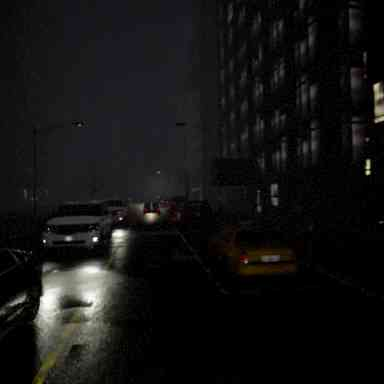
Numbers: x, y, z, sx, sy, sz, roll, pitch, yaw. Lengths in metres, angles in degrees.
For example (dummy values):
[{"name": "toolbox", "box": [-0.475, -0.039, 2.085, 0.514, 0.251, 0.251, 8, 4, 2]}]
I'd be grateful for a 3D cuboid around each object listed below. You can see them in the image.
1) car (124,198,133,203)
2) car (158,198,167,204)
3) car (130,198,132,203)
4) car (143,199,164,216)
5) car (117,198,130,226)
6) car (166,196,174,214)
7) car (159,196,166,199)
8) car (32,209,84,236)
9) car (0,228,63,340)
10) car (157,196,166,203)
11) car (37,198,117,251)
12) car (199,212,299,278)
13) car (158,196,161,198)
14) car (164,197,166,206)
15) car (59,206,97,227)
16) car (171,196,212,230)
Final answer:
[{"name": "car", "box": [-16.704, 2.282, 88.013, 2.008, 1.369, 4.403, -1, 0, -7]}, {"name": "car", "box": [-6.981, 2.050, 77.897, 2.008, 1.369, 4.403, -1, 0, -7]}, {"name": "car", "box": [-15.291, 2.095, 76.818, 1.967, 1.590, 4.097, -1, 0, -7]}, {"name": "car", "box": [-4.404, 1.804, 36.416, 2.033, 1.411, 5.357, -1, 0, -7]}, {"name": "car", "box": [-6.208, 1.460, 25.581, 2.150, 2.045, 5.566, -1, 0, -8]}, {"name": "car", "box": [-1.432, 1.431, 37.196, 2.150, 2.045, 5.566, -1, 0, -7]}, {"name": "car", "box": [-4.153, 1.886, 55.509, 1.887, 1.381, 4.507, -1, 0, -7]}, {"name": "car", "box": [-8.217, 1.820, 20.835, 1.947, 1.339, 4.313, -1, 0, -7]}, {"name": "car", "box": [-3.557, 1.573, 4.526, 2.128, 1.511, 4.902, -1, 0, -7]}, {"name": "car", "box": [-7.690, 1.852, 83.495, 2.192, 1.841, 5.009, -1, 0, -7]}, {"name": "car", "box": [-4.876, 1.382, 14.949, 2.150, 2.045, 5.566, -1, 0, -7]}, {"name": "car", "box": [1.550, 1.536, 10.070, 1.752, 1.417, 4.829, -1, 0, -7]}, {"name": "car", "box": [-4.860, 1.821, 61.107, 1.967, 1.590, 4.097, -1, 0, -7]}, {"name": "car", "box": [-2.268, 1.729, 44.113, 1.882, 1.535, 5.008, -1, 0, -7]}, {"name": "car", "box": [-8.925, 1.847, 26.433, 2.008, 1.369, 4.403, -1, 0, -7]}, {"name": "car", "box": [0.087, 1.414, 21.930, 2.192, 1.841, 5.009, -1, 0, -7]}]
